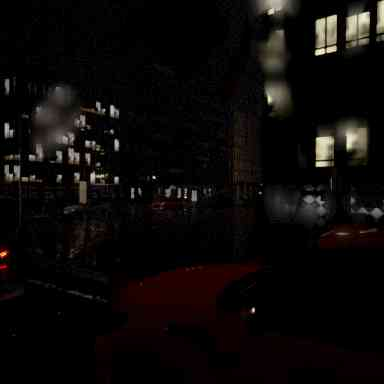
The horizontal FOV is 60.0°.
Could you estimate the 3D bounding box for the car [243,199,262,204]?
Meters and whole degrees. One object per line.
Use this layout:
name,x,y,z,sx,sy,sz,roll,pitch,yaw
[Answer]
car,10.028,1.781,53.945,2.033,1.411,5.357,1,0,36

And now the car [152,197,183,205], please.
car,-3.005,1.480,41.779,2.097,1.767,4.553,1,0,37

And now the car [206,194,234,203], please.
car,4.389,1.406,51.660,2.150,2.045,5.566,1,0,37

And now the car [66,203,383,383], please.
car,1.707,1.222,2.468,5.566,2.045,2.150,0,0,35

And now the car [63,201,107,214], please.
car,-10.091,1.601,32.251,1.812,1.442,4.674,1,0,38

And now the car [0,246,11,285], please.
car,-6.195,1.522,8.086,4.674,1.442,1.812,0,0,35
